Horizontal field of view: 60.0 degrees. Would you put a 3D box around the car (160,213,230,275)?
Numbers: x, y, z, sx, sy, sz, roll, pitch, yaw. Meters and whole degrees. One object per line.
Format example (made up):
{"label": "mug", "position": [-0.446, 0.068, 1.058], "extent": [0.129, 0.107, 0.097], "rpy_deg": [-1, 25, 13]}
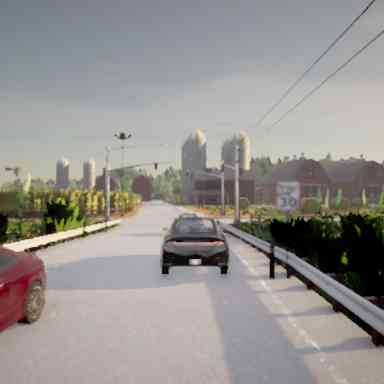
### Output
{"label": "car", "position": [0.061, 1.545, 10.536], "extent": [2.128, 1.511, 4.902], "rpy_deg": [0, -1, 0]}

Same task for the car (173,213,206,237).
{"label": "car", "position": [-0.241, 2.109, 22.111], "extent": [1.994, 1.385, 4.181], "rpy_deg": [0, -4, -2]}

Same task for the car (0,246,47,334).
{"label": "car", "position": [-3.574, 1.501, 4.406], "extent": [1.812, 1.442, 4.674], "rpy_deg": [0, 0, 0]}
